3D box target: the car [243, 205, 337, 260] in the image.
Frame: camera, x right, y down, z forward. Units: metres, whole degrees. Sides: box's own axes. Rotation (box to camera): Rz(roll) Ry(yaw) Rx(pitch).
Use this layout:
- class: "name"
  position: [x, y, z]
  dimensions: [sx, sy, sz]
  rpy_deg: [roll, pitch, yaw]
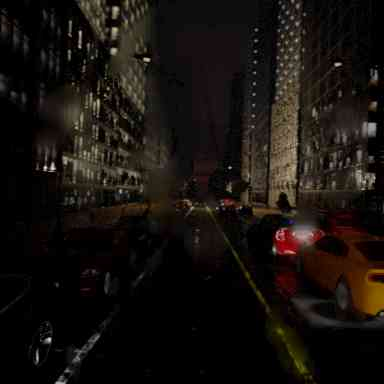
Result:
- class: "car"
  position: [3.801, 1.661, 13.981]
  dimensions: [2.097, 1.767, 4.553]
  rpy_deg: [2, -1, -4]

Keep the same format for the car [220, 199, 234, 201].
- class: "car"
  position: [7.324, 2.384, 65.197]
  dimensions: [2.192, 1.841, 5.009]
  rpy_deg: [1, -1, 2]

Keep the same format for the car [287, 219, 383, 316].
- class: "car"
  position: [3.998, 1.722, 8.096]
  dimensions: [1.882, 1.535, 5.008]
  rpy_deg: [2, -1, 2]

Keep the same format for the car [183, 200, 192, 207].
- class: "car"
  position: [-0.904, 2.371, 70.936]
  dimensions: [1.752, 1.417, 4.829]
  rpy_deg: [2, -1, 2]

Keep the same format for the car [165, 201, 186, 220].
- class: "car"
  position: [-1.974, 1.870, 31.338]
  dimensions: [2.008, 1.369, 4.403]
  rpy_deg: [1, -1, 2]

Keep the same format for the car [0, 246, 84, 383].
- class: "car"
  position: [-2.740, 1.506, 2.932]
  dimensions: [1.947, 1.339, 4.313]
  rpy_deg: [1, -1, 2]

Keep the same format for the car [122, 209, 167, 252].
- class: "car"
  position: [-2.434, 1.642, 14.294]
  dimensions: [2.008, 1.369, 4.403]
  rpy_deg: [1, -1, 2]

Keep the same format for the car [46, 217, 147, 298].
- class: "car"
  position: [-2.586, 1.560, 8.613]
  dimensions: [1.887, 1.381, 4.507]
  rpy_deg: [1, -1, 2]

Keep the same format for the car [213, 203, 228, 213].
- class: "car"
  position: [4.205, 2.362, 49.224]
  dimensions: [1.895, 1.301, 4.718]
  rpy_deg: [2, -1, 2]

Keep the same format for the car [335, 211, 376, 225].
- class: "car"
  position: [5.945, 1.703, 14.068]
  dimensions: [2.192, 1.841, 5.009]
  rpy_deg: [1, -1, 2]

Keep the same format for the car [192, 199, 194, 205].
- class: "car"
  position: [-1.204, 2.137, 59.744]
  dimensions: [1.967, 1.590, 4.097]
  rpy_deg: [1, -1, 2]

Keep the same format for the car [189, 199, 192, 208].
- class: "car"
  position: [-1.362, 2.203, 54.061]
  dimensions: [1.802, 1.307, 4.206]
  rpy_deg: [1, -1, 2]

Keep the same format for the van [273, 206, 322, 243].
- class: "van"
  position: [6.098, 1.805, 19.748]
  dimensions: [1.690, 1.788, 3.998]
  rpy_deg: [1, -1, 2]

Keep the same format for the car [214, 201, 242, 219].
- class: "car"
  position: [3.915, 2.094, 37.212]
  dimensions: [2.128, 1.511, 4.902]
  rpy_deg: [2, -1, 2]

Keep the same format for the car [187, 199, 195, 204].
- class: "car"
  position: [-0.288, 2.698, 93.830]
  dimensions: [2.008, 1.369, 4.403]
  rpy_deg: [2, -1, 2]

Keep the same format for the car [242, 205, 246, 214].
- class: "car"
  position: [6.705, 2.317, 42.470]
  dimensions: [2.008, 1.369, 4.403]
  rpy_deg: [1, -1, 2]

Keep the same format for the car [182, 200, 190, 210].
- class: "car"
  position: [-1.667, 2.021, 42.699]
  dimensions: [2.008, 1.369, 4.403]
  rpy_deg: [1, -1, 2]

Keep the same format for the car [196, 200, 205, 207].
- class: "car"
  position: [1.901, 2.499, 74.935]
  dimensions: [1.837, 1.490, 4.892]
  rpy_deg: [2, -1, 2]

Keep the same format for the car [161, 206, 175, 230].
- class: "car"
  position: [-2.281, 1.749, 19.975]
  dimensions: [1.802, 1.307, 4.206]
  rpy_deg: [1, -1, 2]

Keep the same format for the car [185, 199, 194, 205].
- class: "car"
  position: [-0.595, 2.564, 82.467]
  dimensions: [1.947, 1.339, 4.313]
  rpy_deg: [2, -1, 2]

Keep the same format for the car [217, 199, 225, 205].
- class: "car"
  position: [8.087, 2.883, 93.601]
  dimensions: [1.967, 1.590, 4.097]
  rpy_deg: [1, -1, 2]
